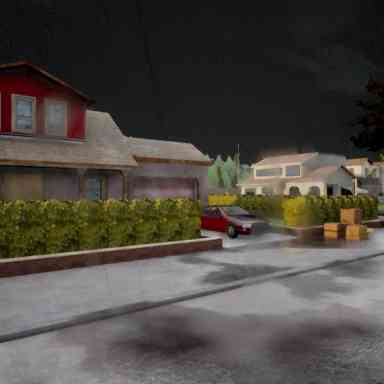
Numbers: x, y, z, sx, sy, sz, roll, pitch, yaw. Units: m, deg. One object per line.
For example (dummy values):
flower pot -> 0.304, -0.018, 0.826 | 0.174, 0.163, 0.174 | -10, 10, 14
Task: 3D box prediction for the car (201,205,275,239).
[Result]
car -> 1.561, 1.356, 16.546 | 2.033, 1.415, 5.357 | 0, 0, -33
